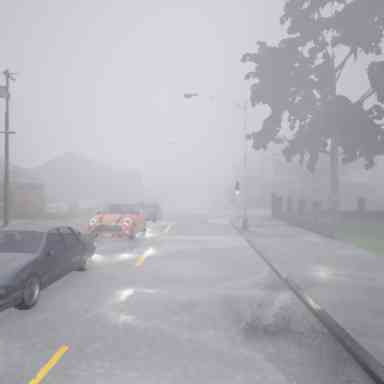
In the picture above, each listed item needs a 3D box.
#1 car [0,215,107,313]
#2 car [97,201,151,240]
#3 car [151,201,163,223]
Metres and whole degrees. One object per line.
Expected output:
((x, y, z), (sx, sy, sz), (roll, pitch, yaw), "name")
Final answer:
((-3.901, 1.523, 8.053), (2.033, 1.411, 5.357), (0, 0, 2), "car")
((-3.628, 1.325, 16.926), (2.097, 1.767, 4.553), (0, 0, 2), "car")
((-3.334, 1.464, 24.934), (2.128, 1.511, 4.902), (0, 0, 2), "car")
